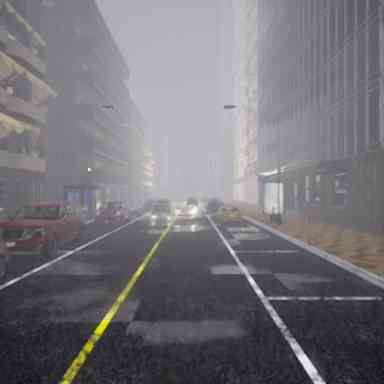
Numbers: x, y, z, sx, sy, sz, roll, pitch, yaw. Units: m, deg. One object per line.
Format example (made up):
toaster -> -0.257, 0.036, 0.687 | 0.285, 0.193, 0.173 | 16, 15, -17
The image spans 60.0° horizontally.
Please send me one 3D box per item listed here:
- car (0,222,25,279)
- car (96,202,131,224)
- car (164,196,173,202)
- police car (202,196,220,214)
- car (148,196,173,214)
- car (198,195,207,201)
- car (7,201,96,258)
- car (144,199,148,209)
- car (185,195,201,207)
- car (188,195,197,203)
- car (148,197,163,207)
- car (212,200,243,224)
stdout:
car -> -5.688, 1.585, 7.309 | 1.802, 1.307, 4.206 | 0, 0, 0
car -> -5.683, 1.449, 24.255 | 1.967, 1.590, 4.097 | 0, 0, 0
car -> -5.667, 1.637, 80.740 | 1.802, 1.307, 4.206 | 0, 0, 0
police car -> 2.377, 1.438, 35.170 | 1.930, 1.638, 5.238 | 0, 0, 0
car -> -3.085, 1.491, 35.118 | 1.882, 1.535, 5.008 | 0, 0, 0
car -> 2.714, 1.612, 86.386 | 2.008, 1.369, 4.403 | 0, 0, 0
car -> -5.687, 1.320, 12.957 | 2.192, 1.841, 5.009 | 0, 0, 0
car -> -5.677, 1.587, 46.848 | 1.947, 1.339, 4.313 | 0, 0, 0
car -> 0.016, 1.531, 52.942 | 1.837, 1.490, 4.892 | 0, 0, 0
car -> 0.021, 1.448, 70.235 | 1.812, 1.442, 4.674 | 0, 0, 0
car -> -5.676, 1.551, 52.328 | 1.752, 1.417, 4.829 | 0, 0, 0
car -> 2.697, 1.534, 24.422 | 1.752, 1.417, 4.829 | 0, 0, 0
